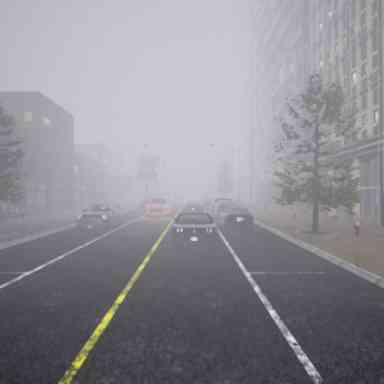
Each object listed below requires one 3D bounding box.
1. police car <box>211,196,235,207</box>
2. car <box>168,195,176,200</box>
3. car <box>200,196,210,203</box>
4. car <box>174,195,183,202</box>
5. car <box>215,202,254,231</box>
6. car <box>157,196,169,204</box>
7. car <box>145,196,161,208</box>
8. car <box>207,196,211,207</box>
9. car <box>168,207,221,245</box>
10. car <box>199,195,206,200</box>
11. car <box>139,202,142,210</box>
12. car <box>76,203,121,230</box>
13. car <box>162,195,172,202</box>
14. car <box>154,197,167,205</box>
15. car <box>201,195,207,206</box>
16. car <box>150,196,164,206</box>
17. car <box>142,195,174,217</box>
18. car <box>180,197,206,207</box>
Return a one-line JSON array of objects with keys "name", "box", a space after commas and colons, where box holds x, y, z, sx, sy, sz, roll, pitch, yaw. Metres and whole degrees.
[{"name": "police car", "box": [3.138, 1.399, 30.878, 1.930, 1.638, 5.238, 0, 0, 0]}, {"name": "car", "box": [-5.664, 1.483, 93.938, 2.008, 1.369, 4.403, 1, 0, 0]}, {"name": "car", "box": [2.679, 1.511, 71.306, 1.947, 1.339, 4.313, 1, 0, 0]}, {"name": "car", "box": [-2.989, 1.440, 73.299, 1.994, 1.385, 4.181, 0, 0, 0]}, {"name": "car", "box": [2.705, 1.548, 20.509, 1.947, 1.339, 4.313, 1, 0, 0]}, {"name": "car", "box": [-5.669, 1.494, 65.717, 1.887, 1.381, 4.507, 1, 0, 0]}, {"name": "car", "box": [-5.669, 1.400, 48.786, 1.967, 1.590, 4.097, 1, 0, 0]}, {"name": "car", "box": [3.118, 1.321, 37.739, 2.097, 1.767, 4.553, 0, 0, 0]}, {"name": "car", "box": [0.100, 1.587, 15.540, 1.895, 1.301, 4.718, 0, 0, 0]}, {"name": "car", "box": [2.682, 1.460, 88.408, 1.752, 1.417, 4.829, 1, 0, 0]}, {"name": "car", "box": [-5.672, 1.530, 43.142, 1.947, 1.339, 4.313, 1, 0, 0]}, {"name": "car", "box": [-5.674, 1.423, 20.566, 1.967, 1.590, 4.097, 1, 0, 0]}, {"name": "car", "box": [-5.668, 1.508, 77.006, 1.947, 1.339, 4.313, 1, 0, 0]}, {"name": "car", "box": [-5.670, 1.535, 60.074, 1.802, 1.307, 4.206, 1, 0, 0]}, {"name": "car", "box": [2.676, 1.526, 48.729, 1.947, 1.339, 4.313, 1, 0, 0]}, {"name": "car", "box": [-5.670, 1.482, 54.260, 1.752, 1.417, 4.829, 1, 0, 0]}, {"name": "car", "box": [-3.094, 1.326, 31.226, 2.097, 1.767, 4.553, 0, 0, 0]}, {"name": "car", "box": [0.103, 1.536, 33.043, 1.994, 1.385, 4.181, 0, 0, 0]}]
